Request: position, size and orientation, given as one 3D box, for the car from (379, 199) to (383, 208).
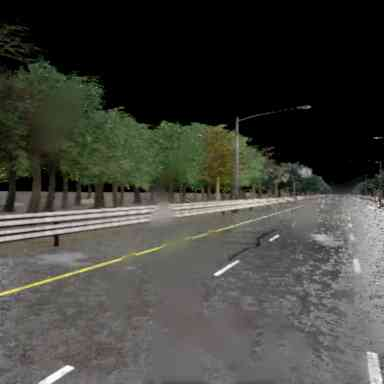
[{"bbox_3d":[30.135,1.829,51.691,2.033,1.411,5.357,1,0,28],"label":"car"}]
